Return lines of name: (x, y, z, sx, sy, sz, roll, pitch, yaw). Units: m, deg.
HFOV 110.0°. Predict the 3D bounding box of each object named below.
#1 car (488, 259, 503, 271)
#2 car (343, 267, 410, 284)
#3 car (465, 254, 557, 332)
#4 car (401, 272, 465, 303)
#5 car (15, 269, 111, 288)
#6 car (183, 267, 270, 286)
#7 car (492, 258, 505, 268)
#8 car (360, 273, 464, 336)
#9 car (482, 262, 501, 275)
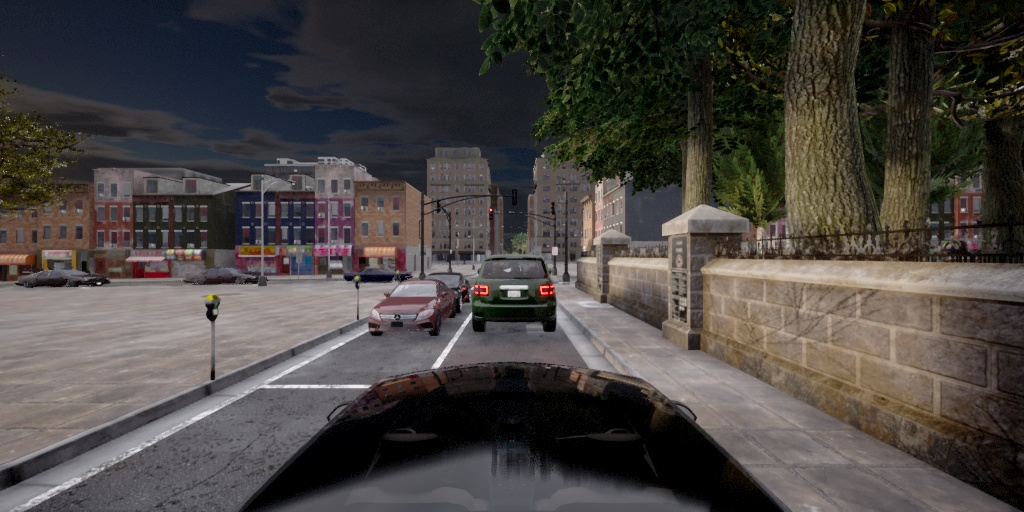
car: (-2.294, 1.216, 51.180, 1.882, 1.535, 5.008, 0, 0, 0)
car: (-9.896, 1.440, 26.895, 4.718, 1.301, 1.895, -1, 0, 0)
car: (0.076, 0.971, 10.997, 2.150, 2.045, 5.566, 0, 0, 1)
car: (-2.638, 1.315, 13.981, 1.948, 1.339, 4.313, 0, 0, 0)
car: (-33.535, 1.708, 26.824, 5.357, 1.411, 2.033, -1, 0, 0)
car: (-21.341, 1.522, 26.856, 5.357, 1.411, 2.033, -1, 0, 0)
car: (-2.283, 1.213, 61.622, 1.882, 1.535, 5.008, 0, 0, 0)
car: (-2.638, 1.331, 10.318, 1.802, 1.307, 4.207, 0, 0, 0)
car: (-2.280, 1.342, 40.767, 1.895, 1.301, 4.718, 0, 0, 0)
